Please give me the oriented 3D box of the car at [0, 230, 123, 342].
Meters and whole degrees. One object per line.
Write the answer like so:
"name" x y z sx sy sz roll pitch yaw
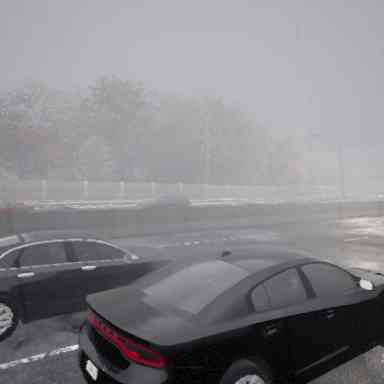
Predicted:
"car" -2.309 1.505 6.400 4.892 1.490 1.837 0 0 -35

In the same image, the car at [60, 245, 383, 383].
"car" 1.093 1.477 4.525 5.008 1.535 1.882 0 0 -36

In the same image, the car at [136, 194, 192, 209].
"car" -2.649 1.227 32.184 5.566 2.045 2.150 0 0 -35

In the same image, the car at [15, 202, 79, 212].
"car" -9.569 1.566 22.953 4.181 1.385 1.994 0 0 -35

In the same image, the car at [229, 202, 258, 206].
"car" 4.306 1.551 28.549 5.357 1.411 2.033 0 0 -35

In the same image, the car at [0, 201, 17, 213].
"car" -15.474 1.481 27.345 5.008 1.535 1.882 0 0 -35
